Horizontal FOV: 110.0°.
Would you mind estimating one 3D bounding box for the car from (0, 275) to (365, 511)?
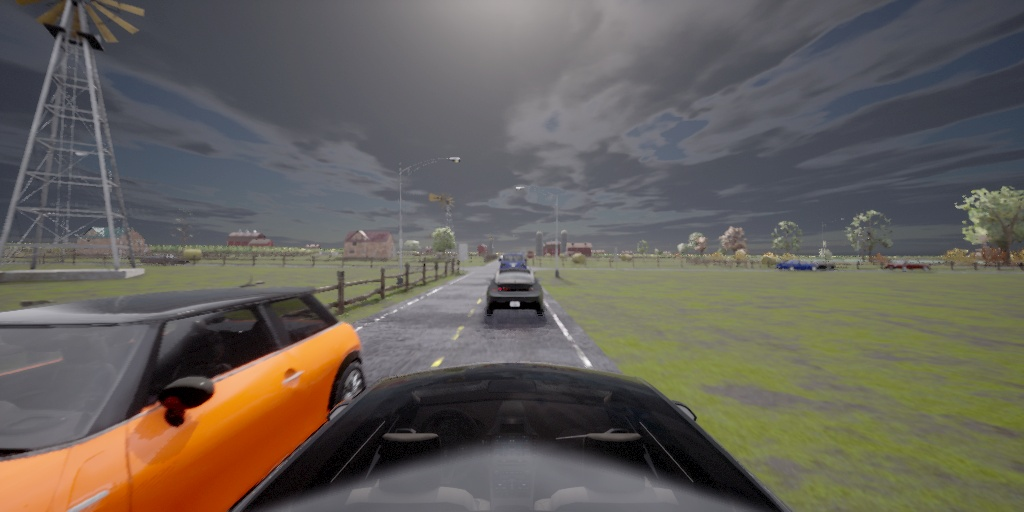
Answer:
[{"bbox_3d":[-2.851,1.097,2.503,2.097,1.767,4.553,0,0,0],"label":"car"}]

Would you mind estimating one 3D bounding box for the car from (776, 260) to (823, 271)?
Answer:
[{"bbox_3d":[39.281,1.312,49.417,5.008,1.535,1.882,0,0,-1],"label":"car"}]

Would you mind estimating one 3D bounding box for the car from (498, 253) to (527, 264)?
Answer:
[{"bbox_3d":[0.094,0.804,29.673,2.150,2.045,5.566,0,0,0],"label":"car"}]

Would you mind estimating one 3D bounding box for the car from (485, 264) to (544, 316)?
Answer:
[{"bbox_3d":[0.093,1.187,13.045,1.837,1.490,4.892,0,0,0],"label":"car"}]
